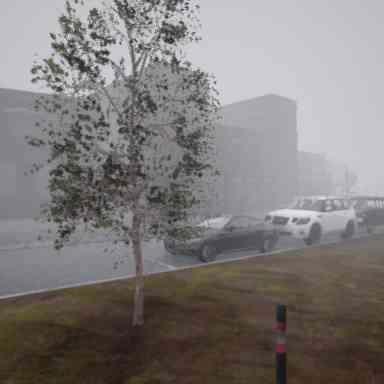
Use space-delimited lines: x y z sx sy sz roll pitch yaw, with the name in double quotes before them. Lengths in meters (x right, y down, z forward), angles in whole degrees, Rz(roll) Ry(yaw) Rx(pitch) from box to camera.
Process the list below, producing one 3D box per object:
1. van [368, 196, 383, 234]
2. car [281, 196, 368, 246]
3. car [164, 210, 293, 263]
"van" 9.774 1.221 18.849 4.442 1.987 1.878 2 0 -43
"car" 5.580 1.195 15.287 5.566 2.045 2.435 2 0 -42
"car" 1.215 1.484 11.839 4.674 1.452 2.002 1 0 -38
